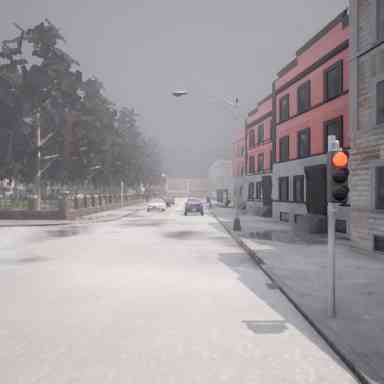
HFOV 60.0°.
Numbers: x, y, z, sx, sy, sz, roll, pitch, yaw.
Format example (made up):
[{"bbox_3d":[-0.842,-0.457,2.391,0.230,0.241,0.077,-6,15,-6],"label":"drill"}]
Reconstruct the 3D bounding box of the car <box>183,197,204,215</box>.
[{"bbox_3d":[0.165,1.526,34.199,1.812,1.442,4.674,0,0,0],"label":"car"}]

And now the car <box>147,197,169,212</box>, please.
[{"bbox_3d":[-4.055,1.526,38.931,1.812,1.442,4.674,0,0,0],"label":"car"}]

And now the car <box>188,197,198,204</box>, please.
[{"bbox_3d":[0.150,1.601,62.683,1.895,1.301,4.718,0,0,0],"label":"car"}]

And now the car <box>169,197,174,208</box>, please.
[{"bbox_3d":[-4.056,1.601,49.026,1.895,1.301,4.718,0,0,0],"label":"car"}]
